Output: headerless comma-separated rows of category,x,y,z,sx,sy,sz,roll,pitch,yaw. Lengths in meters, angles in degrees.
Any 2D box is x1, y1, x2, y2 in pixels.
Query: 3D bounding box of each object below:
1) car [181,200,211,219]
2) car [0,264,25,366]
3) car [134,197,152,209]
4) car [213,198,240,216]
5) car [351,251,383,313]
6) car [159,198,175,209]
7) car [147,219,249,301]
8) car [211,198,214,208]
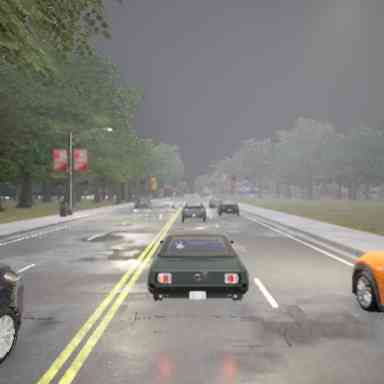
car,0.146,1.475,26.094,2.128,1.511,4.902,0,0,0
car,-3.346,1.499,2.923,1.837,1.490,4.892,0,0,0
car,-6.504,1.500,44.320,1.837,1.490,4.892,0,0,0
car,3.382,1.467,31.878,1.882,1.535,5.008,0,0,1
car,4.232,1.345,4.828,2.097,1.767,4.553,0,0,0
car,-3.256,1.524,44.319,1.812,1.442,4.674,0,0,0
car,0.114,1.590,8.263,1.895,1.301,4.718,0,0,0
car,3.383,1.567,46.579,1.994,1.385,4.181,0,0,1
